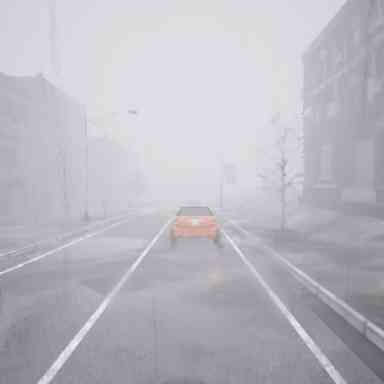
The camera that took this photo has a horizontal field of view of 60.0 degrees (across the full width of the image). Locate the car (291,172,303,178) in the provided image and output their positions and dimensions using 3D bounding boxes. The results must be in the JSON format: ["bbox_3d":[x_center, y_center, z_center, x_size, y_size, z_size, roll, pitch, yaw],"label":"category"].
[{"bbox_3d":[23.632,-3.542,70.512,2.163,1.488,4.792,0,1,-6],"label":"car"}]

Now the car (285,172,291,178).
[{"bbox_3d":[23.019,-3.803,76.203,2.185,1.767,4.553,0,1,-5],"label":"car"}]

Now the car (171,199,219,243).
[{"bbox_3d":[0.123,1.345,16.118,2.097,1.767,4.553,0,0,0],"label":"car"}]

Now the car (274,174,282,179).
[{"bbox_3d":[22.559,-3.780,81.709,2.097,1.535,5.008,0,1,-4],"label":"car"}]

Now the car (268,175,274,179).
[{"bbox_3d":[22.214,-3.842,87.247,2.002,1.452,4.674,0,1,-2],"label":"car"}]

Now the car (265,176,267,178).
[{"bbox_3d":[21.988,-3.980,92.789,2.231,1.521,4.892,0,1,-1],"label":"car"}]

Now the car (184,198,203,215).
[{"bbox_3d":[0.147,1.462,34.871,1.882,1.535,5.008,0,0,0],"label":"car"}]

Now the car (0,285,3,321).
[{"bbox_3d":[-3.597,1.502,2.764,1.837,1.490,4.892,0,0,0],"label":"car"}]
